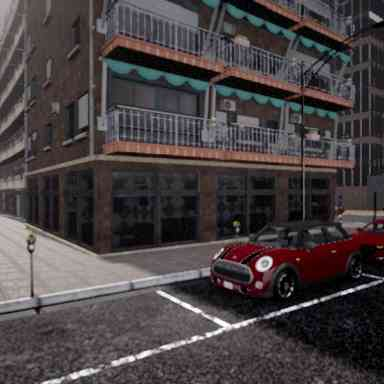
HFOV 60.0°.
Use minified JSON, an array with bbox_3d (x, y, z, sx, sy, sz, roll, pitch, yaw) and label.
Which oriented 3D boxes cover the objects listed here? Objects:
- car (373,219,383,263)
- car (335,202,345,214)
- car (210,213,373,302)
[{"bbox_3d":[6.901,1.611,11.472,4.507,1.381,1.887,0,-1,-35],"label":"car"},{"bbox_3d":[16.193,1.950,40.350,1.967,1.590,4.097,-1,0,-36],"label":"car"},{"bbox_3d":[2.400,1.476,8.272,4.097,1.590,1.967,0,-1,-35],"label":"car"}]
